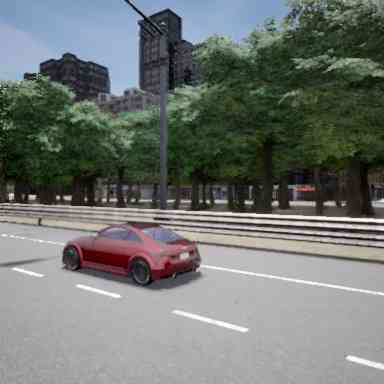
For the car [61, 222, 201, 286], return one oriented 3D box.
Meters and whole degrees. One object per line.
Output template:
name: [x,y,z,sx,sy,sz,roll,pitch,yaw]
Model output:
car: [-1.817,1.565,9.470,4.181,1.385,1.994,0,0,36]
